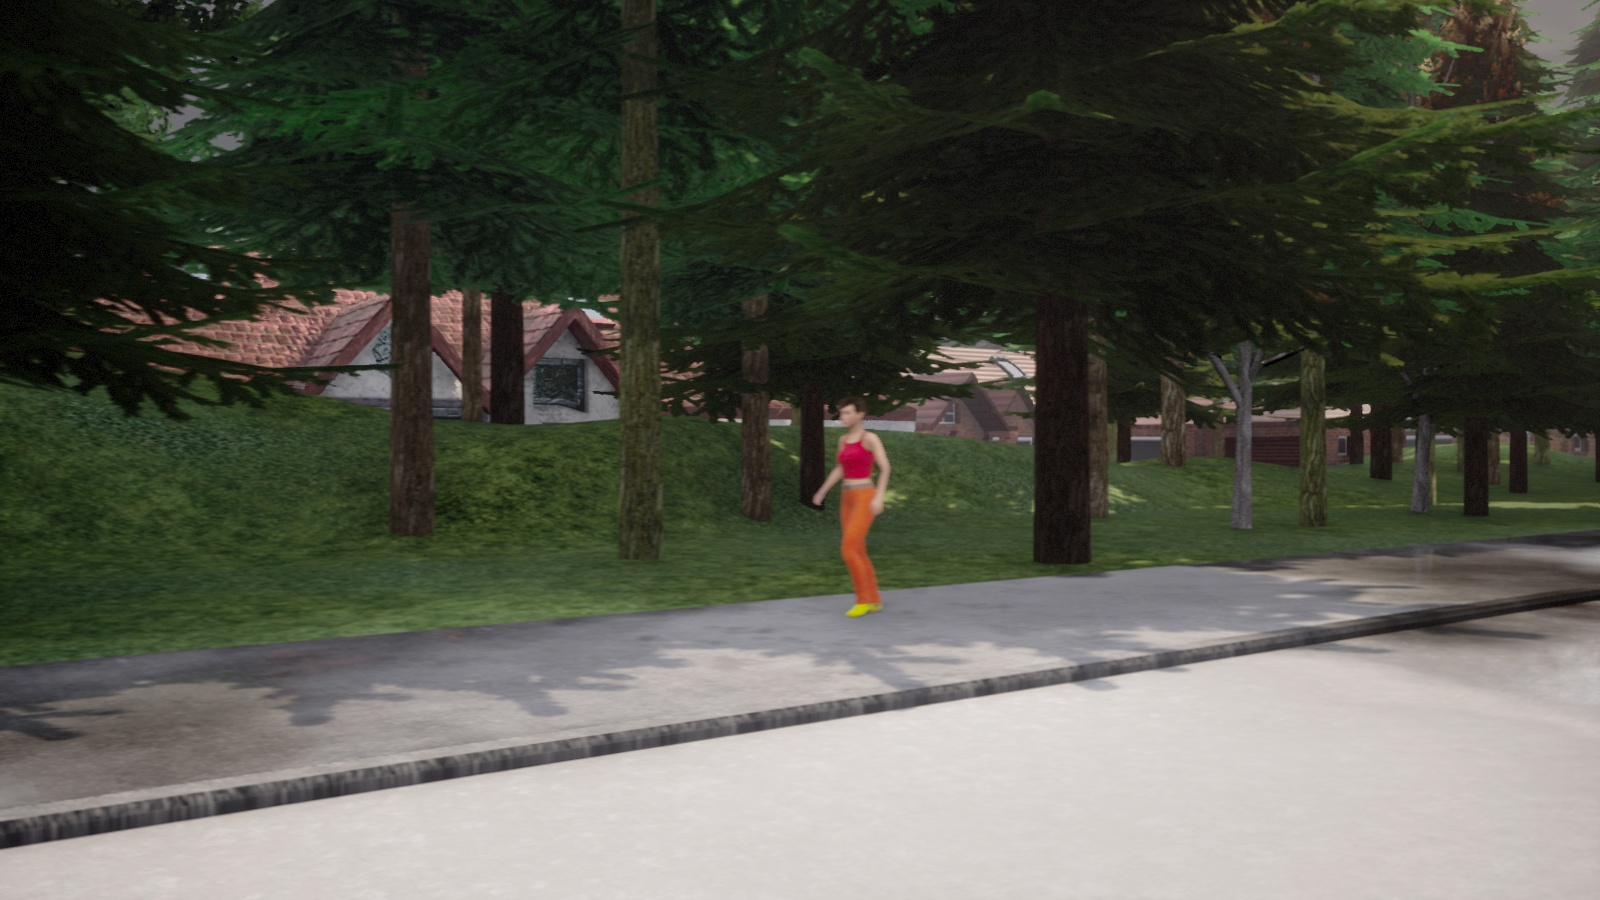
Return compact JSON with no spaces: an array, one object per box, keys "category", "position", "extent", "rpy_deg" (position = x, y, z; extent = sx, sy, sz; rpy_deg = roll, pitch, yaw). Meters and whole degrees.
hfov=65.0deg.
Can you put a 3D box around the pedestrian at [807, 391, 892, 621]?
[{"category":"pedestrian","position":[0.410,0.445,10.339],"extent":[0.594,1.836,0.345],"rpy_deg":[0,0,-31]}]
